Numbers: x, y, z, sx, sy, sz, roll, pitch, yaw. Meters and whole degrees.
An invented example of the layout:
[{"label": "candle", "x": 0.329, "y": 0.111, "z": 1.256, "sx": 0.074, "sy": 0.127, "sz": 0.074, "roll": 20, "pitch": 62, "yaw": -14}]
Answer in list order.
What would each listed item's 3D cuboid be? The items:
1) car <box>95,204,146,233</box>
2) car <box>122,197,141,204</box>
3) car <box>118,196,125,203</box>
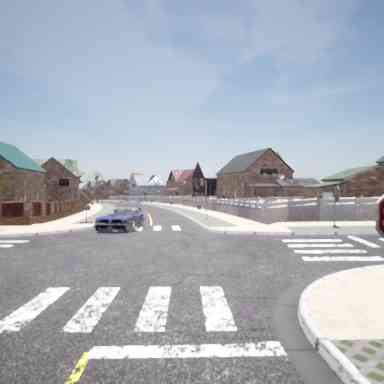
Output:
[{"label": "car", "x": -4.207, "y": 1.630, "z": 20.183, "sx": 1.895, "sy": 1.301, "sz": 4.718, "roll": 0, "pitch": 0, "yaw": 5}, {"label": "car", "x": -6.957, "y": 1.667, "z": 39.627, "sx": 2.033, "sy": 1.411, "sz": 5.357, "roll": 0, "pitch": 0, "yaw": -12}, {"label": "car", "x": -12.592, "y": 1.585, "z": 61.135, "sx": 1.837, "sy": 1.490, "sz": 4.892, "roll": 0, "pitch": 0, "yaw": -18}]
